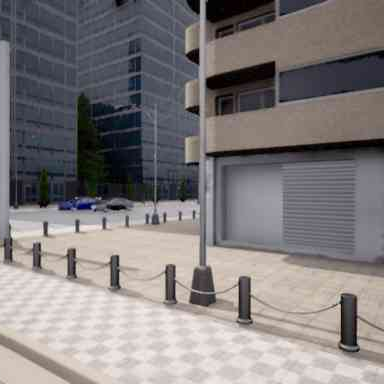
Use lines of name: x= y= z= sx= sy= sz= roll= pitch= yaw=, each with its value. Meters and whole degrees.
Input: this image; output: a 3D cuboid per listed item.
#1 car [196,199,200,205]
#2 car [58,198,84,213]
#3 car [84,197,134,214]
car: x=2.430 y=1.423 z=54.868 sx=1.994 sy=1.385 sz=4.181 roll=0 pitch=0 yaw=36
car: x=-11.722 y=1.336 z=35.360 sx=1.882 sy=1.535 sz=5.008 roll=0 pitch=0 yaw=36
car: x=-8.163 y=1.360 z=34.312 sx=2.128 sy=1.511 sz=4.902 roll=0 pitch=0 yaw=36
